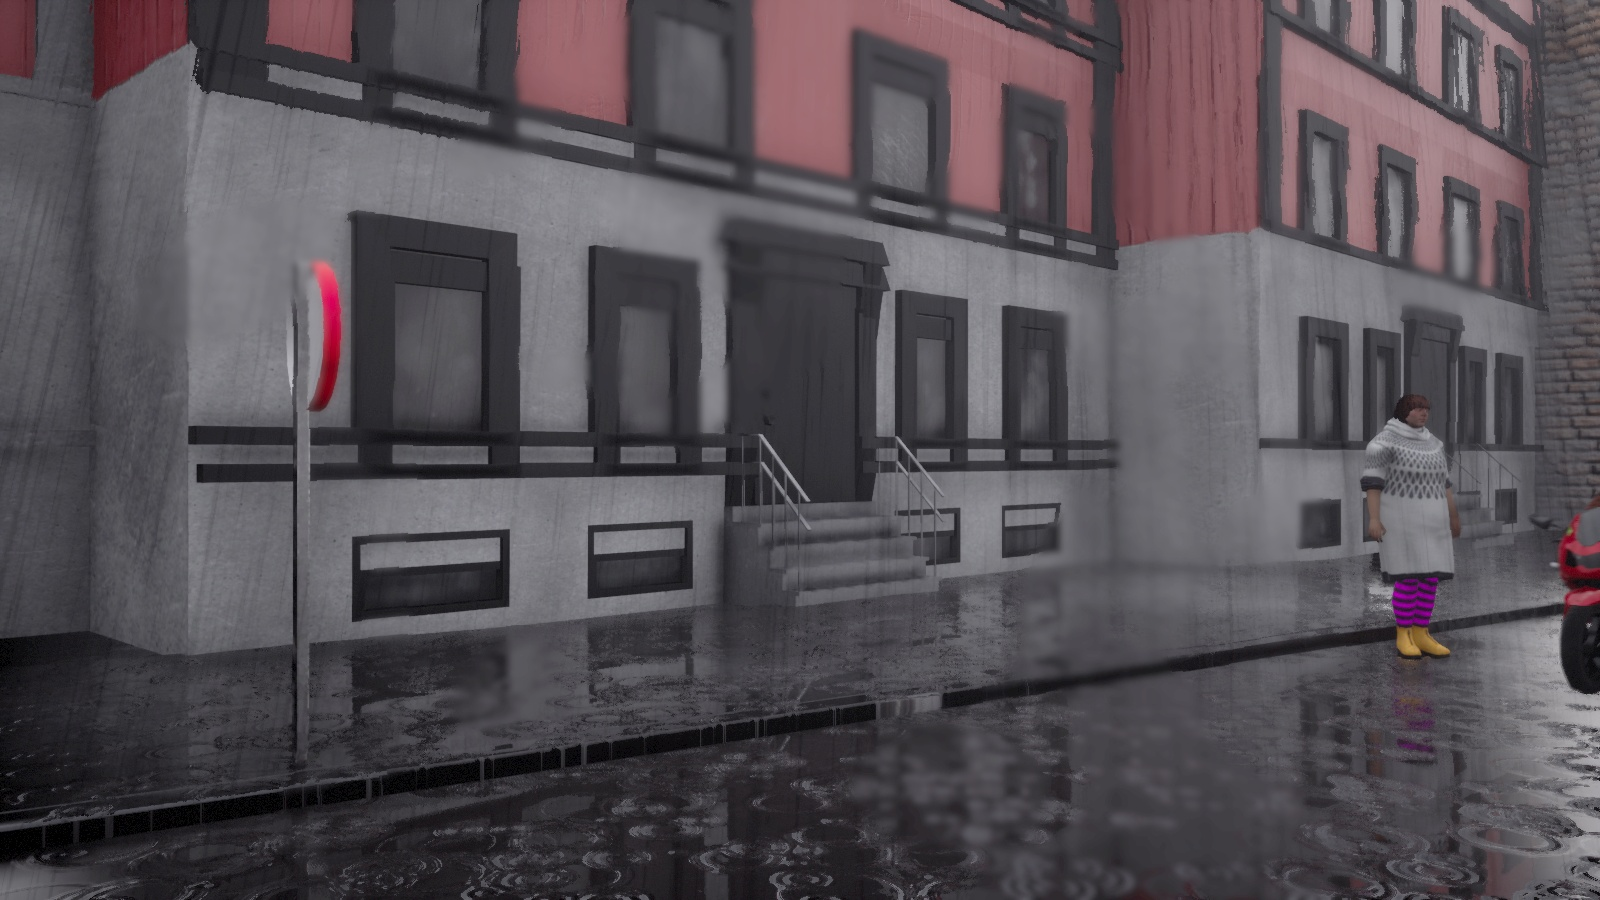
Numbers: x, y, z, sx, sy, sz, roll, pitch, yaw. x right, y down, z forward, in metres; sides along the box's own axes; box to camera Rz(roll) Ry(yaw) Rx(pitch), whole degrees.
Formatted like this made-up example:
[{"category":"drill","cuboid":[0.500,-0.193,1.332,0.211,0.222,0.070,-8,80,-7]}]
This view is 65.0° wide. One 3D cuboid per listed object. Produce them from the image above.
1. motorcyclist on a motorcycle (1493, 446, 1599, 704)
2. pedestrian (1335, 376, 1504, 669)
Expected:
[{"category":"motorcyclist on a motorcycle","cuboid":[5.426,0.735,8.159,2.044,1.523,0.797,0,0,-35]},{"category":"pedestrian","cuboid":[4.354,0.482,8.872,0.659,1.952,0.873,0,0,-14]}]
